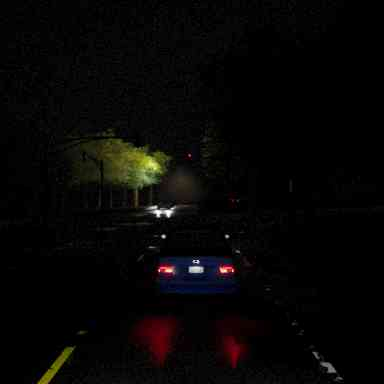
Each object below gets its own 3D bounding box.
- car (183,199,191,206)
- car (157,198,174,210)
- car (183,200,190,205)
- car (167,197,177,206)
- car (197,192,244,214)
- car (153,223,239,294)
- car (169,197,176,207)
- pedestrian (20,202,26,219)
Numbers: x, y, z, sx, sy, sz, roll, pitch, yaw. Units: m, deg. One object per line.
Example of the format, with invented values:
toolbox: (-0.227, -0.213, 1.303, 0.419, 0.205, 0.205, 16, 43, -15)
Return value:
car: (-1.269, 2.534, 80.553, 1.837, 1.490, 4.892, 0, -2, -1)
car: (-4.169, 2.000, 49.771, 1.895, 1.301, 4.718, 0, -1, -1)
car: (-1.503, 2.962, 90.944, 1.895, 1.301, 4.718, 0, -2, -1)
car: (-4.741, 2.225, 79.284, 2.150, 2.045, 5.566, 0, -1, -1)
car: (2.941, 1.271, 35.507, 2.150, 2.045, 5.566, -3, -4, -41)
car: (0.089, 1.550, 8.940, 2.033, 1.411, 5.357, 0, 0, 0)
car: (-4.355, 1.910, 58.875, 2.097, 1.767, 4.553, 0, -1, -1)
pedestrian: (-18.091, 1.917, 35.611, 0.375, 1.860, 0.375, 0, 1, 2)
